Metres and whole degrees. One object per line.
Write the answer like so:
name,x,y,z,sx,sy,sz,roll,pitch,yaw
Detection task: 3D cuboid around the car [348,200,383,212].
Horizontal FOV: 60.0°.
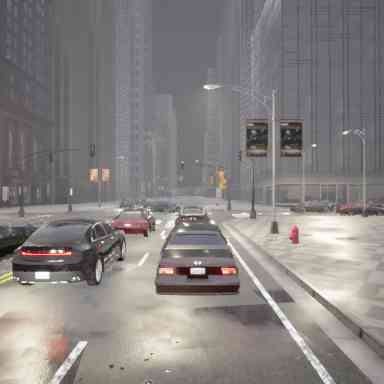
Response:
car,20.832,1.642,38.930,4.313,1.339,1.947,0,0,-1

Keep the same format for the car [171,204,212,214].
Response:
car,0.050,1.543,18.592,1.837,1.490,4.892,0,0,1

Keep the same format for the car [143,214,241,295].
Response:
car,0.108,1.557,8.853,2.033,1.411,5.357,0,0,0

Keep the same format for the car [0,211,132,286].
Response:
car,-3.149,1.516,9.437,1.837,1.490,4.892,0,0,0

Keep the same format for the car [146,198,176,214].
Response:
car,-2.733,1.694,36.562,1.994,1.385,4.181,0,-1,-42

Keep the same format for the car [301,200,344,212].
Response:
car,15.192,1.661,38.843,4.313,1.339,1.947,0,0,-1

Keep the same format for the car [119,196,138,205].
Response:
car,-9.866,1.733,50.816,1.837,1.490,4.892,0,0,-2

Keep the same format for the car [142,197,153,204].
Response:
car,-9.736,1.921,73.207,1.812,1.442,4.674,0,0,0

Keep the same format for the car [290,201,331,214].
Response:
car,12.863,1.635,36.051,4.181,1.385,1.994,0,-1,-2

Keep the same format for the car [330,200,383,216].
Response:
car,15.321,1.576,30.320,4.206,1.307,1.802,0,0,-1

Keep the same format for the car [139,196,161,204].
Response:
car,-6.583,1.789,52.753,2.033,1.411,5.357,0,0,0

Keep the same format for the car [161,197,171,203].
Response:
car,-6.483,1.993,83.098,2.128,1.511,4.902,0,0,0

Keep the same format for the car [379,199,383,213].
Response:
car,23.350,1.514,36.214,5.008,1.535,1.882,0,-1,-1

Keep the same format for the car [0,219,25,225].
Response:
car,-6.598,1.615,10.966,1.895,1.301,4.718,0,0,0

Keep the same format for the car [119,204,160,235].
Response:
car,-3.147,1.601,18.338,1.994,1.385,4.181,0,0,0

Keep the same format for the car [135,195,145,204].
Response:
car,-9.797,1.535,62.416,2.150,2.045,5.566,0,-1,0
